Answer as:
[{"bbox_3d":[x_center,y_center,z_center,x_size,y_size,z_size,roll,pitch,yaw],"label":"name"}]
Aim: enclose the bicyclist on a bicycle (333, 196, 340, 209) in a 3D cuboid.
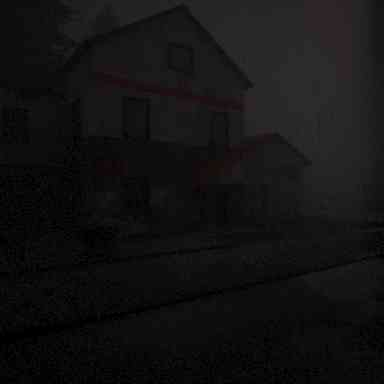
[{"bbox_3d":[18.229,1.384,42.027,1.656,1.620,0.582,0,0,-36],"label":"bicyclist on a bicycle"}]
